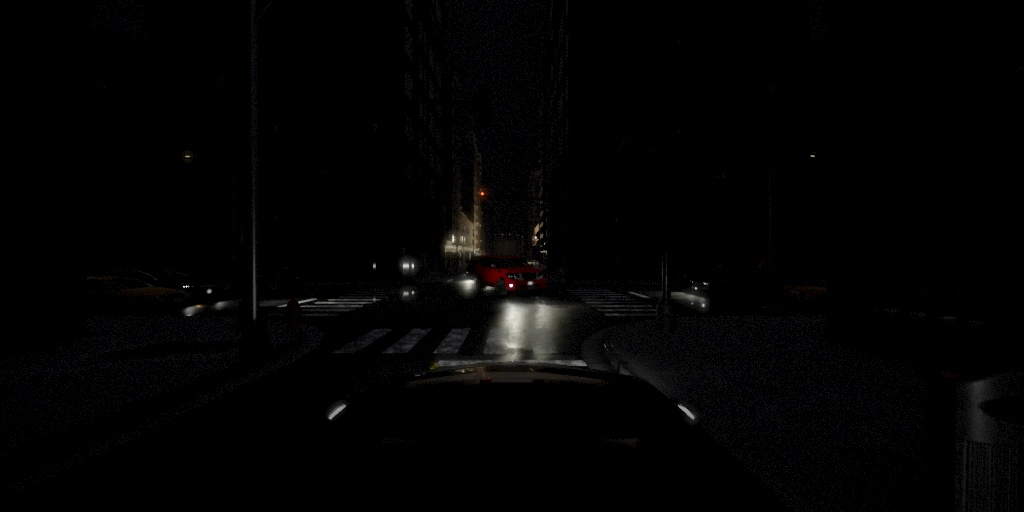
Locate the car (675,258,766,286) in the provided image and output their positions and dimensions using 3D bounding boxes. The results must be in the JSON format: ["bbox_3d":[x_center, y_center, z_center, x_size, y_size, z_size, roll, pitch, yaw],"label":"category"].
[{"bbox_3d":[12.315,1.032,20.936,5.009,1.841,2.192,0,0,0],"label":"car"}]

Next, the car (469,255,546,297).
[{"bbox_3d":[-0.289,0.967,19.605,2.150,2.045,5.566,0,0,-25],"label":"car"}]

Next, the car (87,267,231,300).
[{"bbox_3d":[-15.481,1.260,15.421,4.902,1.511,2.128,0,0,0],"label":"car"}]

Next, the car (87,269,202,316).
[{"bbox_3d":[-14.403,1.304,12.896,4.829,1.417,1.751,0,0,0],"label":"car"}]

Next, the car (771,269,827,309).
[{"bbox_3d":[12.481,1.280,12.910,4.829,1.417,1.751,0,0,0],"label":"car"}]

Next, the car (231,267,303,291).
[{"bbox_3d":[-14.568,1.307,20.921,4.313,1.339,1.948,0,0,0],"label":"car"}]

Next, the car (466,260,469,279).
[{"bbox_3d":[-2.913,0.956,33.212,2.150,2.045,5.566,0,1,0],"label":"car"}]

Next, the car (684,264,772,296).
[{"bbox_3d":[12.135,1.277,18.360,5.357,1.411,2.033,0,0,3],"label":"car"}]
